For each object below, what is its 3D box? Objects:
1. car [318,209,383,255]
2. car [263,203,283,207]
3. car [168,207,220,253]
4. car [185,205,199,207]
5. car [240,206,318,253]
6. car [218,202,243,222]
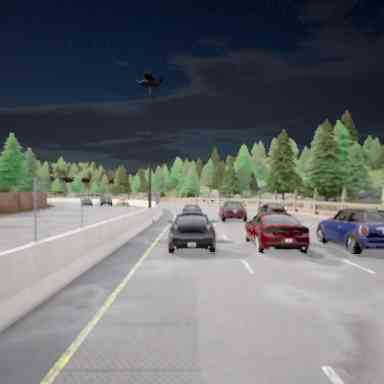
[{"bbox_3d":[7.003,1.482,14.080,2.097,1.767,4.553,0,-1,0],"label":"car"},{"bbox_3d":[6.998,1.780,29.288,1.837,1.490,4.892,0,0,0],"label":"car"},{"bbox_3d":[0.005,1.641,14.312,1.837,1.490,4.892,0,0,0],"label":"car"},{"bbox_3d":[0.002,1.816,28.986,2.033,1.411,5.357,0,0,0],"label":"car"},{"bbox_3d":[3.506,1.613,14.468,1.882,1.535,5.008,0,0,0],"label":"car"},{"bbox_3d":[3.500,1.620,29.081,2.097,1.767,4.553,0,-1,0],"label":"car"}]
